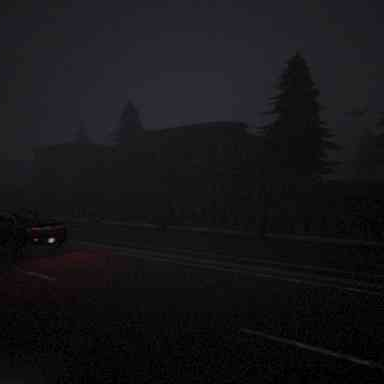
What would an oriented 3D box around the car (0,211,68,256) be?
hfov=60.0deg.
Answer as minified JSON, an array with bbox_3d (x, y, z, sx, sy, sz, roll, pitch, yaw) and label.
[{"bbox_3d":[-6.921,1.489,13.159,4.902,1.511,2.128,0,0,36],"label":"car"}]
